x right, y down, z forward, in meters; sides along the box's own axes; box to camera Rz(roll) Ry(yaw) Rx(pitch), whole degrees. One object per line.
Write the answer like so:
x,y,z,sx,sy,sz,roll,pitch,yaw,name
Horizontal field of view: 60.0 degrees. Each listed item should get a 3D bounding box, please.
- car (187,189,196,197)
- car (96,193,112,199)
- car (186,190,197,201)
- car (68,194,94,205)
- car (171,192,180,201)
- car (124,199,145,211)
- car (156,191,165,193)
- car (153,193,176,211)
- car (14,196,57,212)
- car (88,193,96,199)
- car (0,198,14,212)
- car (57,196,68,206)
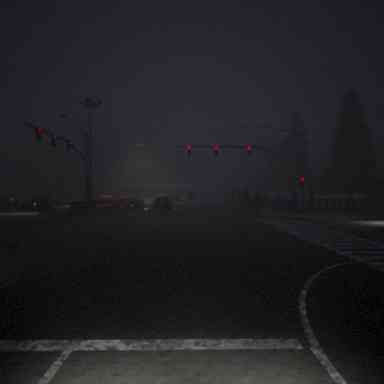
-0.145,0.190,78.095,2.033,1.411,5.357,0,7,0,car
-17.591,0.965,68.050,1.812,1.442,4.674,0,3,0,car
-0.089,0.696,67.671,2.150,2.045,5.566,0,3,0,car
-17.585,1.452,52.953,1.812,1.442,4.674,0,0,0,car
-3.591,0.805,68.018,2.097,1.767,4.553,0,3,0,car
-6.892,1.509,40.381,1.994,1.385,4.181,0,0,0,car
-7.129,0.402,75.069,1.882,1.535,5.008,0,6,0,car
-3.391,1.298,39.404,2.097,1.767,4.553,0,0,0,car
-17.585,1.301,37.616,2.097,1.767,4.553,0,0,0,car
-21.099,0.863,69.371,2.033,1.411,5.357,0,3,0,car
-21.085,1.441,37.560,2.128,1.511,4.902,0,0,0,car
-21.081,1.440,54.658,1.812,1.442,4.674,0,0,0,car
